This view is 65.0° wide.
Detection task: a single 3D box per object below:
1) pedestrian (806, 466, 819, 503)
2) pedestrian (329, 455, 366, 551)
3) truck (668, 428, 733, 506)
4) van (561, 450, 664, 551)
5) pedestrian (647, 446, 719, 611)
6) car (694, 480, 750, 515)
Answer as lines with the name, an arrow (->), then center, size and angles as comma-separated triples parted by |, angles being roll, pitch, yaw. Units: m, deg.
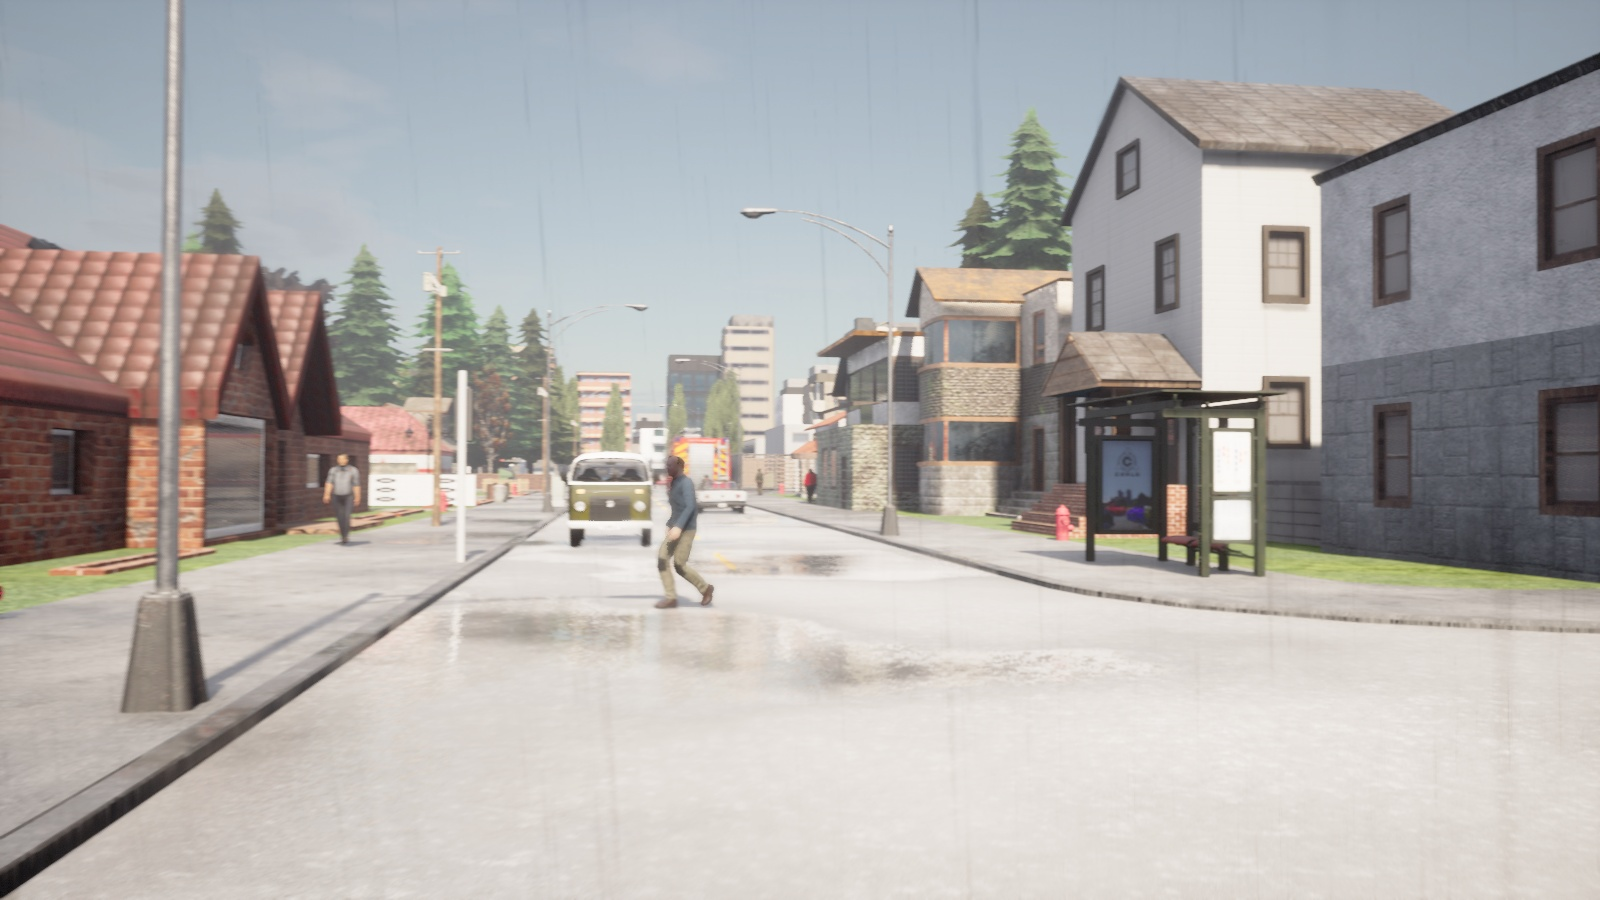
pedestrian -> 0.613, 1.700, 62.111 | 0.634, 1.844, 0.899 | 0, -1, 2
pedestrian -> -8.841, 1.021, 24.538 | 0.540, 1.848, 0.694 | 0, -1, -7
truck -> -5.356, 0.924, 66.229 | 2.891, 3.827, 8.468 | 0, -1, -8
van -> -4.089, 1.082, 27.675 | 2.069, 2.038, 4.480 | 0, -2, -8
pedestrian -> -1.344, 0.886, 14.450 | 0.726, 1.842, 0.402 | 0, -1, -32
car -> -3.150, 1.878, 50.172 | 1.895, 1.301, 4.718 | 0, -1, -8
